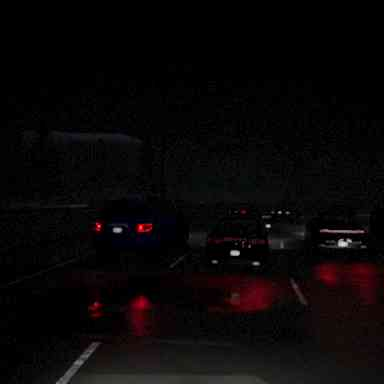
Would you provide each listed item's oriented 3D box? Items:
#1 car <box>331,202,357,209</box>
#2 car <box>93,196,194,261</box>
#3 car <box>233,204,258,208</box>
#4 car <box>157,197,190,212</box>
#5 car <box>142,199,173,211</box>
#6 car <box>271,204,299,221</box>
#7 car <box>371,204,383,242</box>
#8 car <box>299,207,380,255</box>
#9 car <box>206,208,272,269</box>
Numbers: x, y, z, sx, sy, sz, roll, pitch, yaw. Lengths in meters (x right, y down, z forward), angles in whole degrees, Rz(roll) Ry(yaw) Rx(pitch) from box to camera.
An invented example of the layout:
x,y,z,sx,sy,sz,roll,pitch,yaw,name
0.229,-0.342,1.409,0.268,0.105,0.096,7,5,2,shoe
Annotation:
x,y,z,sx,sy,sz,roll,pitch,yaw,name
15.691,1.750,34.316,1.882,1.535,5.008,0,0,36,car
-1.689,1.298,12.805,2.150,2.045,5.566,0,-1,13,car
4.999,1.764,30.597,2.033,1.411,5.357,0,0,29,car
-2.504,1.641,45.094,2.097,1.767,4.553,0,0,35,car
-4.880,1.826,47.832,1.812,1.442,4.674,0,-1,36,car
8.538,1.769,29.813,2.033,1.411,5.357,0,0,29,car
10.378,1.620,16.841,1.882,1.535,5.008,0,-1,18,car
5.858,1.603,13.914,2.128,1.511,4.902,0,0,14,car
1.717,1.561,11.699,1.882,1.535,5.008,0,0,12,car
